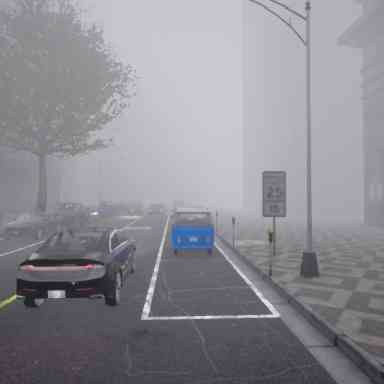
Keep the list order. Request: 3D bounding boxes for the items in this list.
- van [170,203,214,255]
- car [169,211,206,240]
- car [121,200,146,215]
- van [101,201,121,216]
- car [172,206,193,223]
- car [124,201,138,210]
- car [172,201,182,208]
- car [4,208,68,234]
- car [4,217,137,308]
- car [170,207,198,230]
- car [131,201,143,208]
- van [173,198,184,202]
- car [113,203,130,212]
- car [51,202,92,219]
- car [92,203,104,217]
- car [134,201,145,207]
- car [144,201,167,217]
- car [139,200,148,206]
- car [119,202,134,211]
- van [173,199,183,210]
[{"bbox_3d":[-0.045,1.538,14.041,1.690,1.788,3.998,0,-1,-3],"label":"van"},{"bbox_3d":[-0.345,1.842,19.442,1.947,1.339,4.313,0,-1,-3],"label":"car"},{"bbox_3d":[-7.433,2.121,43.197,2.128,1.511,4.902,0,-1,-3],"label":"car"},{"bbox_3d":[-10.012,1.920,39.865,1.690,1.788,3.998,0,-1,-3],"label":"van"},{"bbox_3d":[-0.943,2.018,30.251,1.802,1.307,4.206,0,-1,-3],"label":"car"},{"bbox_3d":[-11.182,2.452,60.983,2.008,1.369,4.403,0,-1,-3],"label":"car"},{"bbox_3d":[-3.037,2.578,68.081,1.947,1.339,4.313,0,-1,-3],"label":"car"},{"bbox_3d":[-8.844,1.808,18.741,1.887,1.381,4.507,0,-1,-3],"label":"car"},{"bbox_3d":[-2.492,1.603,8.220,2.128,1.511,4.902,0,-1,-3],"label":"car"},{"bbox_3d":[-0.644,1.900,24.846,1.887,1.381,4.507,0,-1,-3],"label":"car"},{"bbox_3d":[-11.728,2.604,70.839,2.008,1.369,4.403,0,-1,-3],"label":"car"},{"bbox_3d":[-1.840,2.022,46.467,1.690,1.788,3.998,0,-1,-3],"label":"van"},{"bbox_3d":[-10.598,2.305,50.421,1.947,1.339,4.313,0,-1,-3],"label":"car"},{"bbox_3d":[-9.135,1.656,24.024,2.192,1.841,5.009,0,-1,-3],"label":"car"},{"bbox_3d":[-9.428,1.971,29.301,2.008,1.369,4.403,0,-1,-3],"label":"car"},{"bbox_3d":[-12.028,2.682,76.274,1.887,1.381,4.507,0,-1,-3],"label":"car"},{"bbox_3d":[-4.150,2.117,39.183,2.033,1.411,5.357,0,-1,-3],"label":"car"},{"bbox_3d":[-12.630,2.859,87.145,2.008,1.369,4.403,0,-1,-3],"label":"car"},{"bbox_3d":[-10.880,2.342,55.534,1.752,1.417,4.829,0,-1,-3],"label":"car"},{"bbox_3d":[-2.438,2.187,57.276,1.690,1.788,3.998,0,-1,-3],"label":"van"}]
